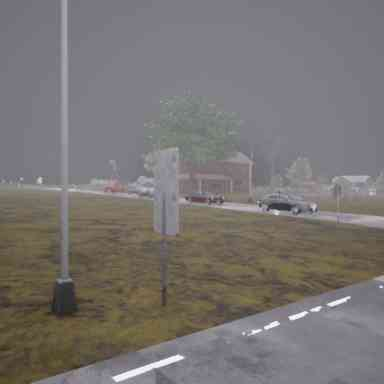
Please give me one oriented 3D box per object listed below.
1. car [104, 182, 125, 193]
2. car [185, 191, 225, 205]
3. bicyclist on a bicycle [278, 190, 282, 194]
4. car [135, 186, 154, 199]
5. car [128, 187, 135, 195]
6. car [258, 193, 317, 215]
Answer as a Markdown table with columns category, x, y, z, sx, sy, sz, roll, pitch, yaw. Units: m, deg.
| category | x | y | z | sx | sy | sz | roll | pitch | yaw |
| --- | --- | --- | --- | --- | --- | --- | --- | --- | --- |
| car | -14.111 | -0.829 | 60.408 | 2.150 | 2.045 | 5.566 | 0 | 2 | -36 |
| car | 1.285 | 0.614 | 34.089 | 1.895 | 1.301 | 4.718 | 0 | 2 | -36 |
| bicyclist on a bicycle | 8.890 | 0.652 | 33.762 | 1.656 | 1.620 | 0.582 | 0 | 2 | -36 |
| car | -5.229 | 0.136 | 43.177 | 1.812 | 1.442 | 4.674 | 0 | 2 | -35 |
| car | -8.412 | -0.198 | 52.569 | 1.812 | 1.442 | 4.674 | 0 | 2 | -35 |
| car | 7.294 | 0.886 | 25.724 | 2.128 | 1.511 | 4.902 | 0 | 2 | -36 |
